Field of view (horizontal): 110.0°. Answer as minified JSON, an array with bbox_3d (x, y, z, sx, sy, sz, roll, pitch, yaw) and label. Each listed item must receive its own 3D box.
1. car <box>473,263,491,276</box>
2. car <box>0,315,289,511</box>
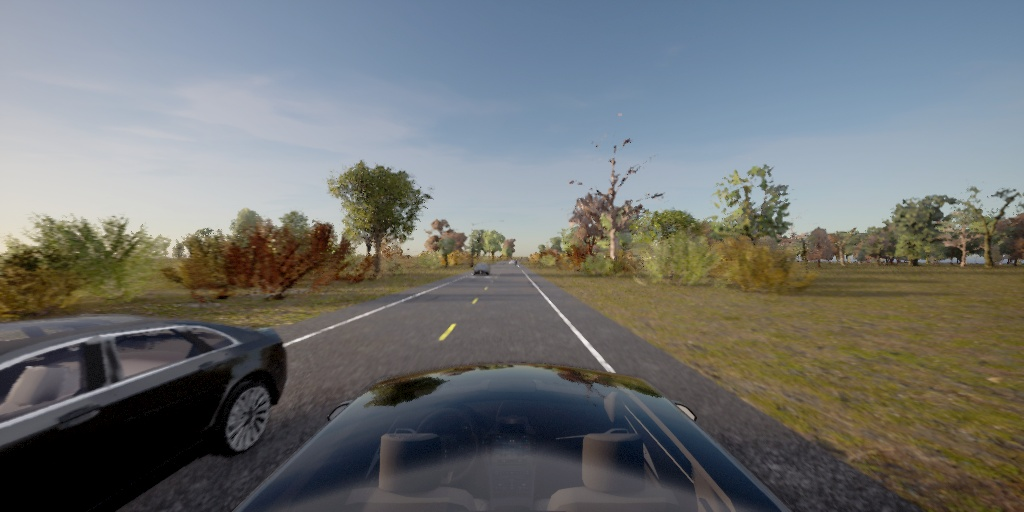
[{"bbox_3d":[-3.577,1.613,43.418,1.837,1.490,4.892,0,0,0],"label":"car"},{"bbox_3d":[-3.598,1.247,2.302,2.128,1.511,4.902,0,-1,0],"label":"car"}]
